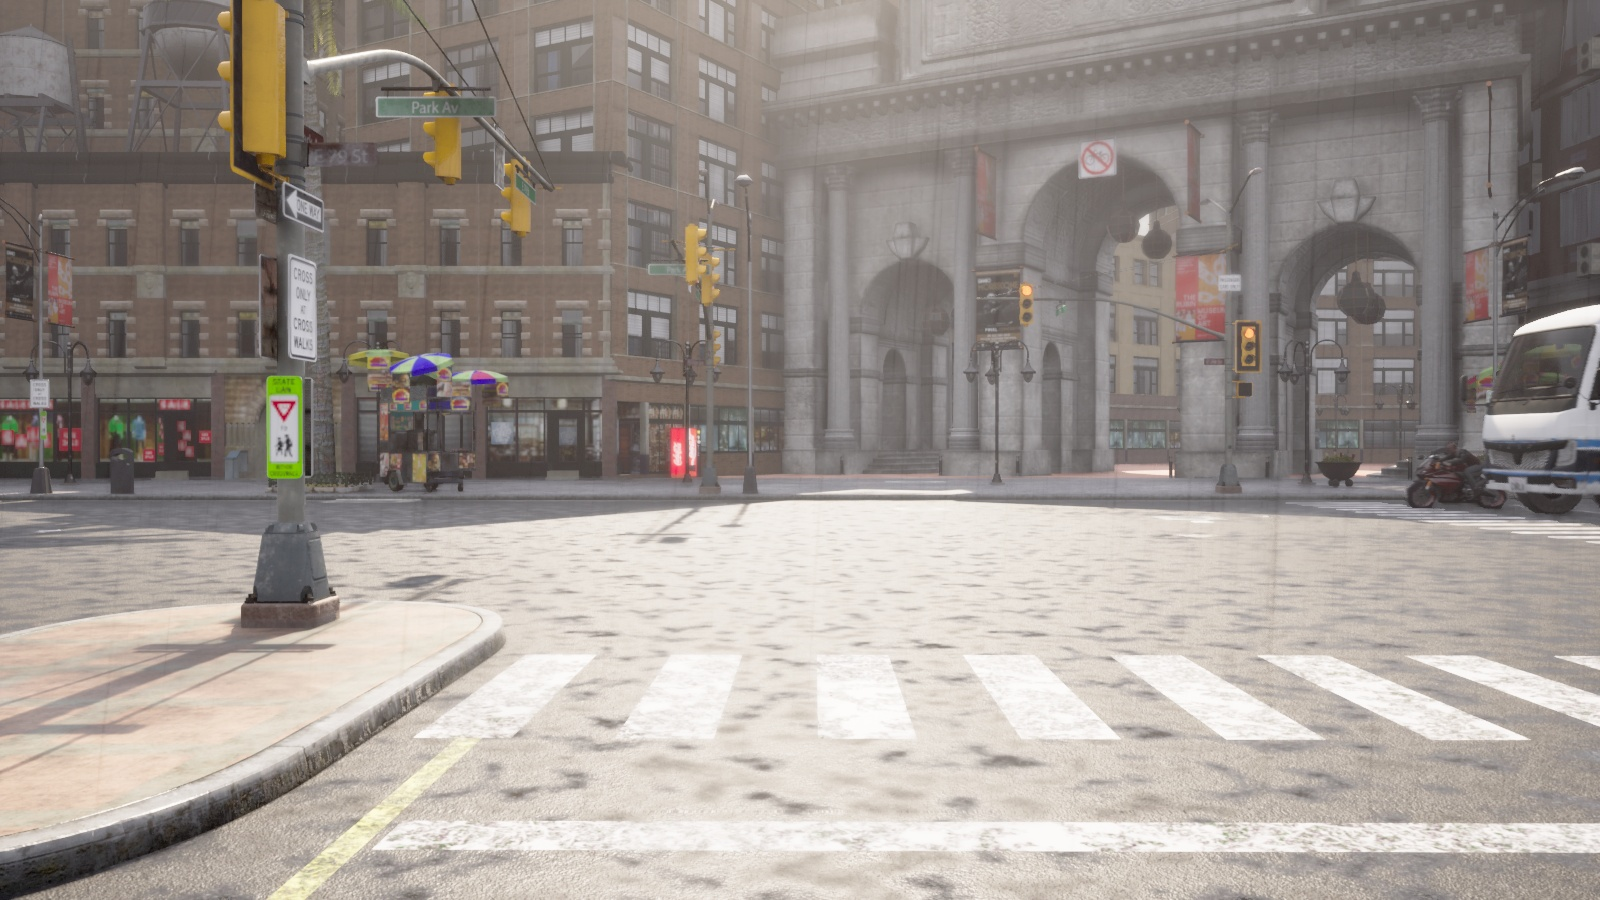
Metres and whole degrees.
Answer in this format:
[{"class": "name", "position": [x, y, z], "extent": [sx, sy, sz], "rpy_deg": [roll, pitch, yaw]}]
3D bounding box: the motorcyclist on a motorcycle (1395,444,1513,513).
[{"class": "motorcyclist on a motorcycle", "position": [14.659, 0.634, 28.208], "extent": [2.191, 1.530, 0.866], "rpy_deg": [0, 0, 1]}]

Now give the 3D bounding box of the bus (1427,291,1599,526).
[{"class": "bus", "position": [18.443, -0.754, 24.650], "extent": [10.273, 4.253, 3.944], "rpy_deg": [0, 0, 1]}]
